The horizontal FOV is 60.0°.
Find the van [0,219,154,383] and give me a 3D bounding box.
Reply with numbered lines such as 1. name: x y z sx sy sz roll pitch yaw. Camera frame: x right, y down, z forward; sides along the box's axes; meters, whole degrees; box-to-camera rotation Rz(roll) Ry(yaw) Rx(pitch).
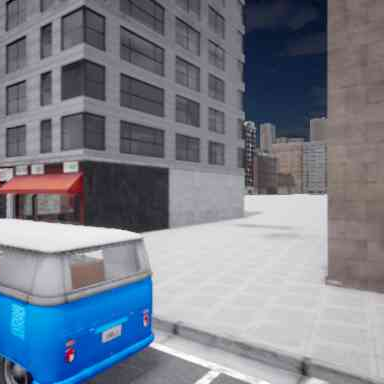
1. van: -2.402 1.342 4.790 3.998 1.788 1.690 0 0 35
